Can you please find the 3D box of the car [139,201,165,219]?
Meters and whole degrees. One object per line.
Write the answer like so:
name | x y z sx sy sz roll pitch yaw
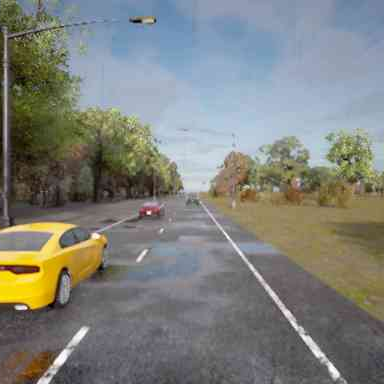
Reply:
car | -3.387 1.461 28.439 1.812 1.442 4.674 0 0 0

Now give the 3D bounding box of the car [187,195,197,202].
car | 0.035 1.394 72.781 1.994 1.385 4.181 0 0 0

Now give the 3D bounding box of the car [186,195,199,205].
car | 0.124 1.232 54.398 2.097 1.767 4.553 0 0 0

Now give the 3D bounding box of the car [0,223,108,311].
car | -3.396 1.460 7.856 1.882 1.535 5.008 0 0 0
